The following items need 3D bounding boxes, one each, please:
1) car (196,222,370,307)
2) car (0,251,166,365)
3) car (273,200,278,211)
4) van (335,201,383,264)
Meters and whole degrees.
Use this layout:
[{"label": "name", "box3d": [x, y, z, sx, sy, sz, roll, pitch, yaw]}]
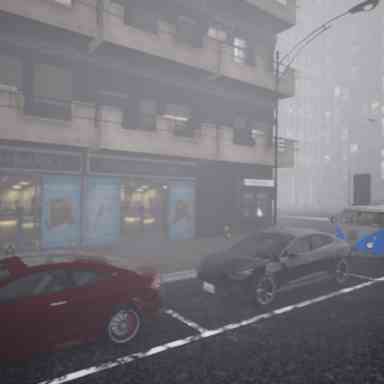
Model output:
[{"label": "car", "box3d": [2.129, 1.571, 8.015, 4.313, 1.339, 1.947, 0, 1, -35]}, {"label": "car", "box3d": [-2.383, 1.583, 4.801, 4.206, 1.307, 1.802, 0, 1, -35]}, {"label": "car", "box3d": [7.460, 1.171, 39.186, 2.150, 2.045, 5.566, 1, -1, -35]}, {"label": "van", "box3d": [6.546, 1.350, 11.365, 3.998, 1.788, 1.690, 0, 1, -35]}]
